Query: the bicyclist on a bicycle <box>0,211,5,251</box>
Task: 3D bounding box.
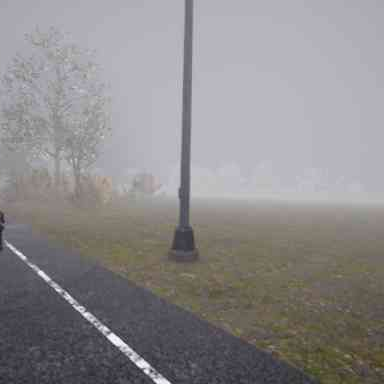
[{"bbox_3d":[-5.272,1.131,8.884,0.582,1.620,1.656,0,1,-38],"label":"bicyclist on a bicycle"}]
